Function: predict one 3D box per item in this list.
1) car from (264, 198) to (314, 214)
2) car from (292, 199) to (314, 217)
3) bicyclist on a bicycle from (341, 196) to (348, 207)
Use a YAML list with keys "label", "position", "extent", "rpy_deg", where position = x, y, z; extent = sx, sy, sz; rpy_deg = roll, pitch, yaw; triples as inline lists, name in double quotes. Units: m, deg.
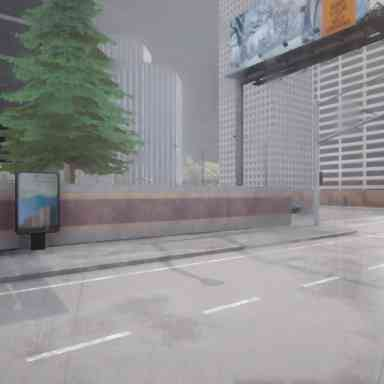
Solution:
- label: "car"
  position: [10.512, 1.491, 36.394]
  extent: [2.128, 1.511, 4.902]
  rpy_deg: [0, 0, -35]
- label: "car"
  position: [9.671, 1.489, 31.521]
  extent: [2.128, 1.511, 4.902]
  rpy_deg: [0, 0, -35]
- label: "bicyclist on a bicycle"
  position: [21.243, 1.301, 46.301]
  extent: [1.656, 1.620, 0.582]
  rpy_deg: [0, 0, -35]
